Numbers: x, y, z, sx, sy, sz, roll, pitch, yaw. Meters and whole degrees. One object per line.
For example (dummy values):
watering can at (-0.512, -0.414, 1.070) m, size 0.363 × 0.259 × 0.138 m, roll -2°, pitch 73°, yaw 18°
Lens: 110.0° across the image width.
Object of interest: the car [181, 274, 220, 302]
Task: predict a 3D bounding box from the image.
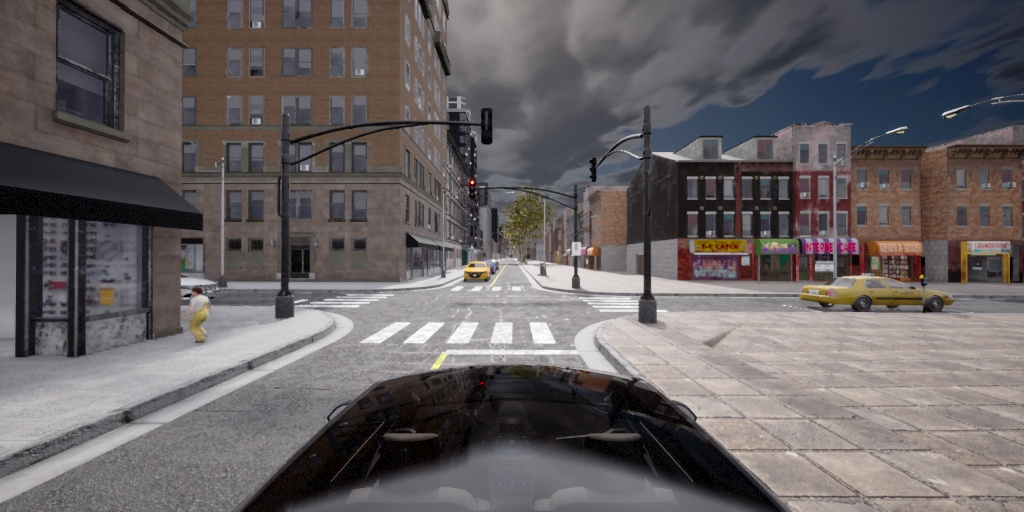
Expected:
car at (-14.648, 1.194, 14.581) m, size 4.674 × 1.442 × 1.812 m, roll 0°, pitch 0°, yaw -1°

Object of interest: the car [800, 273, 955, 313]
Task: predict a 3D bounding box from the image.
car at (13.884, 1.346, 13.735) m, size 4.829 × 1.417 × 1.751 m, roll 0°, pitch 0°, yaw 0°

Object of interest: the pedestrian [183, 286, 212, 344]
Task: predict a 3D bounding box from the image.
pedestrian at (-6.534, 1.174, 7.567) m, size 0.375 × 1.300 × 0.375 m, roll 0°, pitch 0°, yaw 0°

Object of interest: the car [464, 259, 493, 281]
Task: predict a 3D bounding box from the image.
car at (-2.841, 1.214, 29.829) m, size 1.882 × 1.535 × 5.008 m, roll 0°, pitch 0°, yaw 0°

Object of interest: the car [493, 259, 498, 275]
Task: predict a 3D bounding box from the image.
car at (-2.850, 1.208, 39.682) m, size 1.882 × 1.535 × 5.008 m, roll 0°, pitch 0°, yaw 0°
